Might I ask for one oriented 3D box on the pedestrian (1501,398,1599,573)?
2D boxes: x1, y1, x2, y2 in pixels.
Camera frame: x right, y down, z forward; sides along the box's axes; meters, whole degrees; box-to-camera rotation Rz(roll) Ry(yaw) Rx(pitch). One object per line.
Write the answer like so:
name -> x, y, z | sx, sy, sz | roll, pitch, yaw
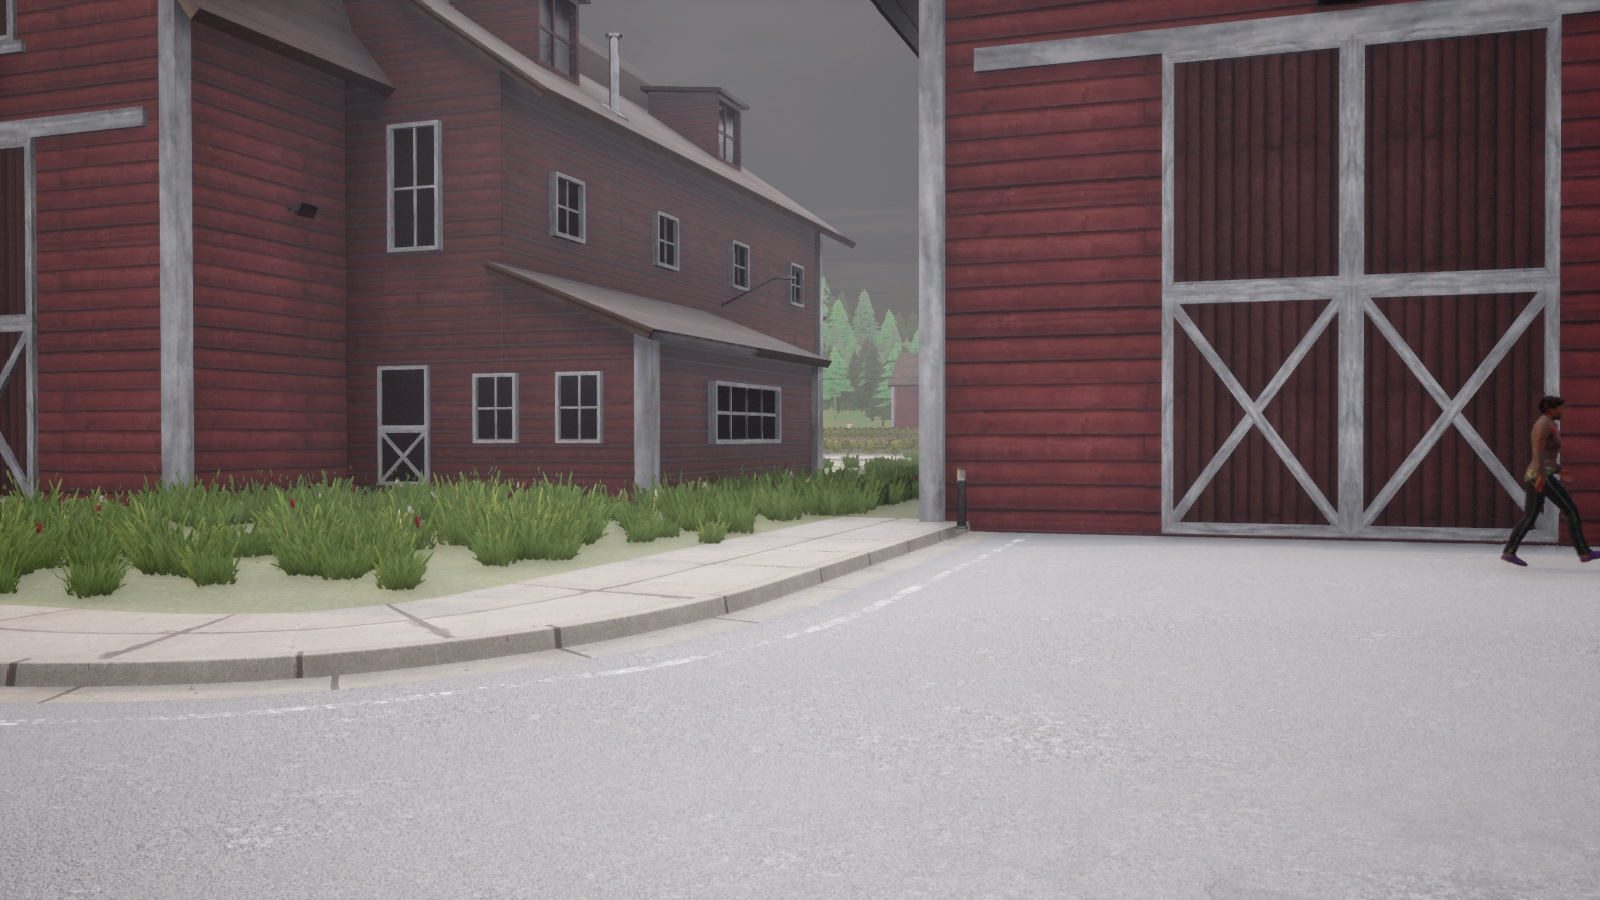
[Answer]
pedestrian -> 7.908, 0.363, 13.213 | 0.869, 1.805, 0.328 | 1, 1, 19
